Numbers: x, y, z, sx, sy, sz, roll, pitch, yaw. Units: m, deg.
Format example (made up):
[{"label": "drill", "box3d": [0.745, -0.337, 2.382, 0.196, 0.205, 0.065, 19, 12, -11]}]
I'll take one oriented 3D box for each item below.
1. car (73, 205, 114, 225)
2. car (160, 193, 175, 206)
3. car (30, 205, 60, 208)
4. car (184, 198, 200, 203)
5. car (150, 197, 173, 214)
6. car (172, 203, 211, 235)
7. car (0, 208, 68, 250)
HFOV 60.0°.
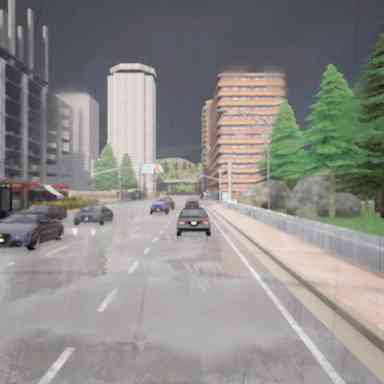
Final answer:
[{"label": "car", "box3d": [-7.050, 1.619, 24.229, 1.994, 1.385, 4.181, 0, 0, 1]}, {"label": "car", "box3d": [-3.501, 1.456, 46.610, 2.097, 1.767, 4.553, 0, 0, 0]}, {"label": "car", "box3d": [-10.551, 1.602, 23.617, 2.033, 1.411, 5.357, 0, 0, 1]}, {"label": "car", "box3d": [0.044, 1.600, 43.283, 1.837, 1.490, 4.892, 0, 0, 0]}, {"label": "car", "box3d": [-3.415, 1.606, 35.893, 1.812, 1.442, 4.674, 0, 0, 0]}, {"label": "car", "box3d": [0.087, 1.590, 19.010, 2.033, 1.411, 5.357, 0, 0, 0]}, {"label": "car", "box3d": [-7.095, 1.597, 14.272, 1.994, 1.385, 4.181, 0, 0, 0]}]
